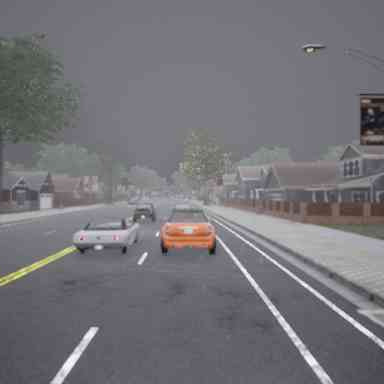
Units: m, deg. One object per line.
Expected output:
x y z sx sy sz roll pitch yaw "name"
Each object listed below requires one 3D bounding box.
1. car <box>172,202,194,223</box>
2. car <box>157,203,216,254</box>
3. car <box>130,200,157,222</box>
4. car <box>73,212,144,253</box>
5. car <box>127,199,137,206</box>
-0.850 1.756 29.806 1.882 1.535 5.008 0 0 -3 "car"
-0.181 1.484 14.319 2.097 1.767 4.553 0 -1 -2 "car"
-4.089 1.784 29.467 1.837 1.490 4.892 0 0 -3 "car"
-3.430 1.735 14.259 1.895 1.301 4.718 0 0 -2 "car"
-12.725 2.224 71.661 1.994 1.385 4.181 0 -1 -3 "car"
